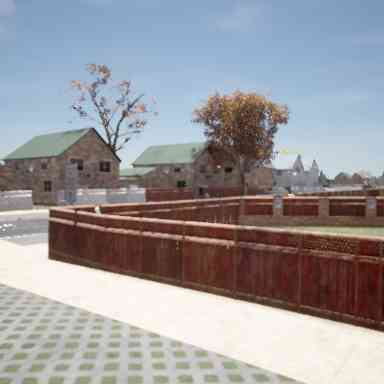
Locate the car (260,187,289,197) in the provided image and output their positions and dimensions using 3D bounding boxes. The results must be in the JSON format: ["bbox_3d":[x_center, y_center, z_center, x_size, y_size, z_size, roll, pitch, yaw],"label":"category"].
[{"bbox_3d":[10.324,0.162,41.719,2.097,1.767,4.553,2,3,40],"label":"car"}]
